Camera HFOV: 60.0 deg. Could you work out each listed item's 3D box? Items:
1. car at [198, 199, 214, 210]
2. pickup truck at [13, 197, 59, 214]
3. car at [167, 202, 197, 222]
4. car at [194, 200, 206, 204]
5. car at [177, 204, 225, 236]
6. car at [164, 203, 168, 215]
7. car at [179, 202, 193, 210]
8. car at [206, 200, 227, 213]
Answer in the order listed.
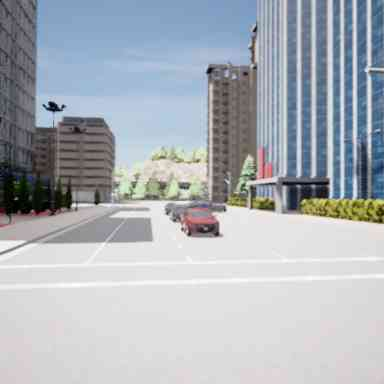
[{"bbox_3d":[2.406,2.182,58.336,2.097,1.767,4.553,0,-1,-8],"label":"car"},{"bbox_3d":[-18.905,1.529,39.943,2.390,2.098,6.274,0,-1,23],"label":"pickup truck"},{"bbox_3d":[-0.986,1.935,30.905,1.837,1.490,4.892,0,-1,-8],"label":"car"},{"bbox_3d":[0.387,2.177,47.719,1.837,1.490,4.892,0,-1,-7],"label":"car"},{"bbox_3d":[0.425,1.770,20.617,1.882,1.535,5.008,0,-1,-8],"label":"car"},{"bbox_3d":[-2.387,2.072,41.219,1.837,1.490,4.892,0,-1,-8],"label":"car"},{"bbox_3d":[-1.070,2.408,57.916,1.895,1.301,4.718,0,-1,-8],"label":"car"},{"bbox_3d":[3.785,2.250,48.732,2.033,1.411,5.357,0,-1,-7],"label":"car"}]
